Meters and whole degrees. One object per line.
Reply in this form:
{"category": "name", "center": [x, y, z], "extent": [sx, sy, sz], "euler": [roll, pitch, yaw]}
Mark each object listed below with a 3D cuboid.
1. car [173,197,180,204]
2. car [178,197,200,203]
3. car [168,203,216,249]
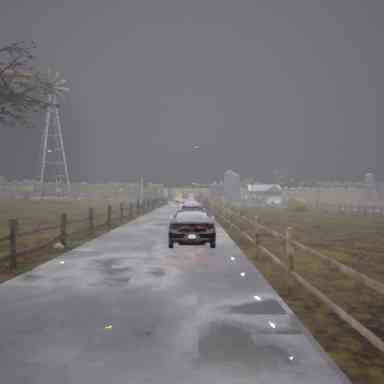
{"category": "car", "center": [-2.755, 1.696, 67.837], "extent": [1.882, 1.535, 5.008], "euler": [0, 0, 0]}
{"category": "car", "center": [0.000, 1.484, 29.651], "extent": [1.882, 1.535, 5.008], "euler": [0, 0, 0]}
{"category": "car", "center": [0.000, 1.481, 14.651], "extent": [1.882, 1.535, 5.008], "euler": [0, 0, 0]}
